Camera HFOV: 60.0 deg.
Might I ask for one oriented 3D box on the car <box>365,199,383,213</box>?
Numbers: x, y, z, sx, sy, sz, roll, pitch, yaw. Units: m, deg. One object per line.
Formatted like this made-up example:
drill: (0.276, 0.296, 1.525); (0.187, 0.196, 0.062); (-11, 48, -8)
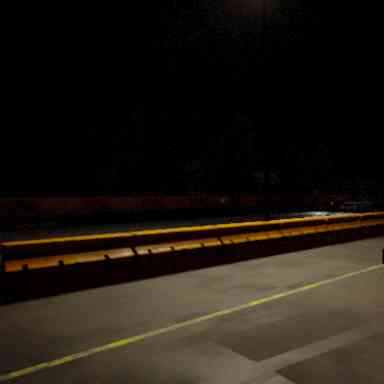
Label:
car: (23.648, 1.867, 41.482); (1.837, 1.490, 4.892); (-2, -1, 44)

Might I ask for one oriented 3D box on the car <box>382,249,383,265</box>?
car: (7.321, 1.662, 9.329); (4.718, 1.301, 1.895); (0, -1, -37)

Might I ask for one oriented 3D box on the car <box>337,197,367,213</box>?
car: (22.012, 1.659, 44.788); (2.150, 2.045, 5.566); (-2, -2, 44)

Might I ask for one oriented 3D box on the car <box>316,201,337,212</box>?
car: (19.170, 1.997, 46.901); (2.128, 1.511, 4.902); (-2, -1, 44)
